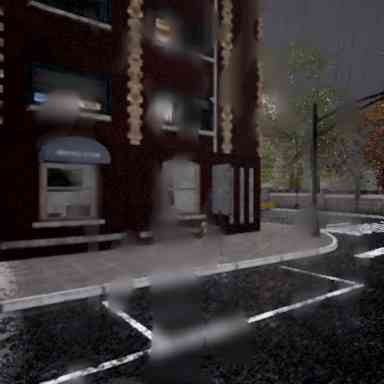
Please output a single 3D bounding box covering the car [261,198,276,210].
[{"bbox_3d":[6.428,1.122,34.540,1.752,1.417,4.829,1,0,-36],"label":"car"}]
